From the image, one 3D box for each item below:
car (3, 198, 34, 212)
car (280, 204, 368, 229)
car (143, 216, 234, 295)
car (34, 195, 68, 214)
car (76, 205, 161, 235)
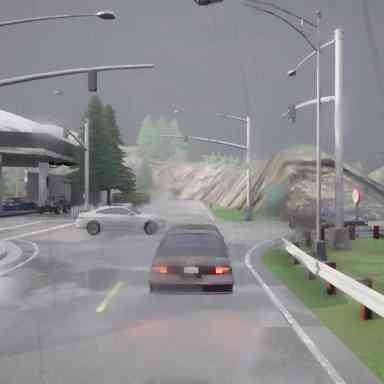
[{"bbox_3d":[-20.302,1.480,39.482,2.242,1.667,4.611,0,0,-1],"label":"car"},{"bbox_3d":[6.717,1.358,17.615,2.033,1.411,5.357,0,0,-15],"label":"car"},{"bbox_3d":[0.035,1.547,8.895,2.033,1.411,5.357,0,0,1],"label":"car"},{"bbox_3d":[-14.587,1.313,35.214,1.905,1.878,3.866,0,0,-1],"label":"car"},{"bbox_3d":[-3.616,1.415,17.380,4.674,1.442,1.812,0,0,-1],"label":"car"}]
